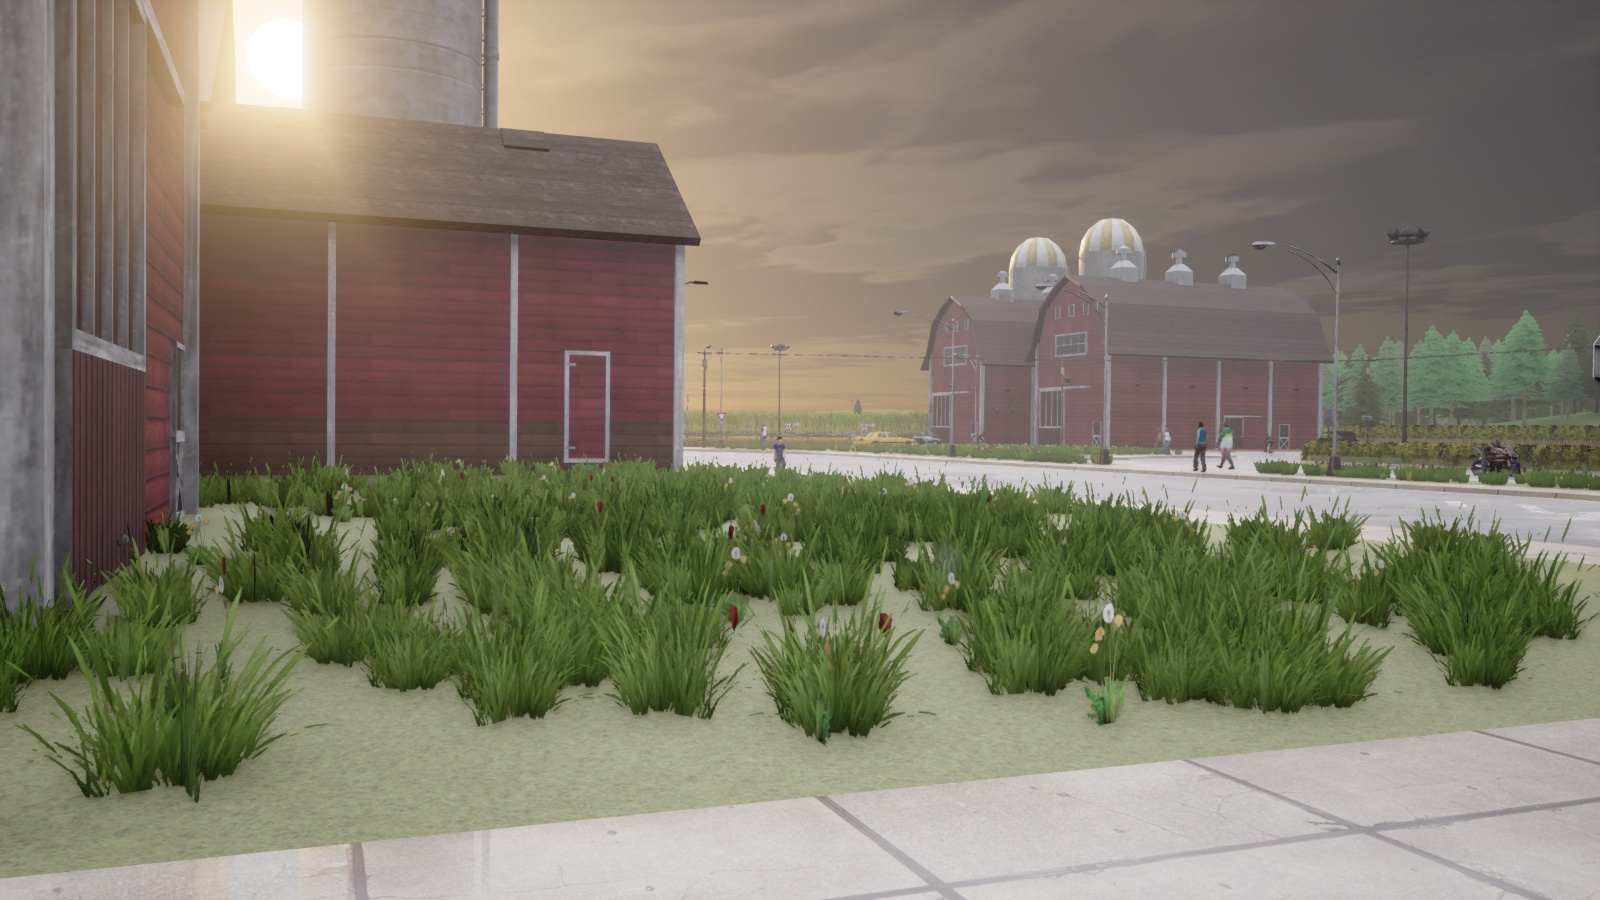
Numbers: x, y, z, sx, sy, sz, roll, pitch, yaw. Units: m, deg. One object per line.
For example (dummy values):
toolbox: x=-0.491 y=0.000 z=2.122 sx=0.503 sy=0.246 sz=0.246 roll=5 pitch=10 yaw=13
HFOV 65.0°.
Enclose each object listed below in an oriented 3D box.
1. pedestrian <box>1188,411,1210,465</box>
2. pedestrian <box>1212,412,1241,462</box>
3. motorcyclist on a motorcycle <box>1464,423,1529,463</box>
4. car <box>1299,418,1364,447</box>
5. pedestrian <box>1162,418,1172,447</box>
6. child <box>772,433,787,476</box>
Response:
pedestrian: x=14.221 y=-0.428 z=44.750 sx=0.396 sy=1.930 sz=0.692 roll=-1 pitch=1 yaw=-21
pedestrian: x=16.883 y=-0.530 z=49.724 sx=0.659 sy=1.952 sz=0.873 roll=-1 pitch=1 yaw=-30
motorcyclist on a motorcycle: x=27.551 y=-0.273 z=49.711 sx=0.866 sy=1.530 sz=2.191 roll=-1 pitch=1 yaw=-21
car: x=36.075 y=-1.183 z=85.342 sx=1.905 sy=1.878 sz=3.866 roll=-1 pitch=1 yaw=-21
pedestrian: x=23.353 y=-1.097 z=79.808 sx=0.354 sy=1.836 sz=0.706 roll=0 pitch=1 yaw=39
child: x=-0.598 y=0.138 z=36.969 sx=0.270 sy=1.263 sz=0.437 roll=-1 pitch=1 yaw=-25
